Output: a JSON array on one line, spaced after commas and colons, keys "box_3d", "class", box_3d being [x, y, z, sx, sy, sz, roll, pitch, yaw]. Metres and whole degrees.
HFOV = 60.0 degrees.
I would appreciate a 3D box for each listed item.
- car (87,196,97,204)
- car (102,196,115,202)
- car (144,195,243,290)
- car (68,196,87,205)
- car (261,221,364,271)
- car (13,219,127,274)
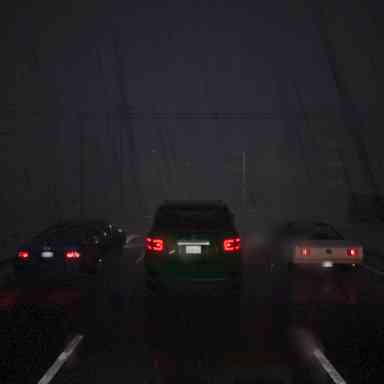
[{"box_3d": [-19.645, 1.500, 63.623, 1.837, 1.490, 4.892, 1, 3, 4], "class": "car"}, {"box_3d": [-19.750, 1.594, 78.568, 1.895, 1.301, 4.718, 0, 0, 0], "class": "car"}, {"box_3d": [0.051, 1.222, 9.223, 2.150, 2.045, 5.566, 0, 0, 1], "class": "car"}, {"box_3d": [-19.799, 1.563, 56.881, 1.994, 1.385, 4.181, 0, 0, -8], "class": "car"}, {"box_3d": [3.566, 1.601, 10.920, 1.895, 1.301, 4.718, 0, 0, 1], "class": "car"}, {"box_3d": [-3.439, 1.547, 10.473, 2.033, 1.411, 5.357, 0, 0, 1], "class": "car"}]
